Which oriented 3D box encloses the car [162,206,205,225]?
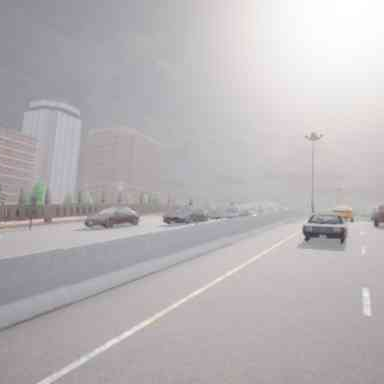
[{"bbox_3d":[-0.278,1.834,26.574,2.033,1.411,5.357,0,-1,27],"label":"car"}]

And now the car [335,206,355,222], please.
[{"bbox_3d":[15.310,2.209,33.695,1.882,1.535,5.008,0,-4,27],"label":"car"}]

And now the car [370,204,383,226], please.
[{"bbox_3d":[15.186,1.715,25.694,2.097,1.767,4.553,0,-2,27],"label":"car"}]

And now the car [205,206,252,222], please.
[{"bbox_3d":[3.228,1.829,25.751,2.033,1.411,5.357,0,-1,27],"label":"car"}]

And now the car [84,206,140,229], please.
[{"bbox_3d":[-5.580,1.780,23.841,1.812,1.442,4.674,0,-1,27],"label":"car"}]

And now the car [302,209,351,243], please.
[{"bbox_3d":[7.087,1.794,17.424,1.895,1.301,4.718,0,-1,27],"label":"car"}]
